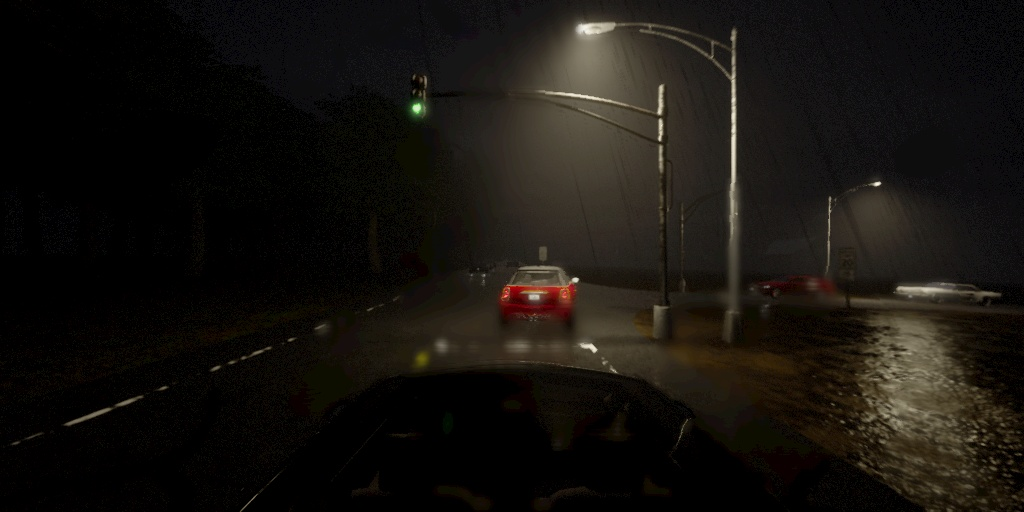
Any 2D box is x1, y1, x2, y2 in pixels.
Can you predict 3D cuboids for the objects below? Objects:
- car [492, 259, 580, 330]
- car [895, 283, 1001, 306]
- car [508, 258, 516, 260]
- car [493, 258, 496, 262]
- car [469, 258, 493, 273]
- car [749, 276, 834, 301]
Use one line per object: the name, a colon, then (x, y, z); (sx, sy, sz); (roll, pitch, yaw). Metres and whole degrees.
car: (1.026, 1.091, 11.426); (2.097, 1.767, 4.553); (0, 0, 11)
car: (27.502, 2.393, 22.727); (4.718, 1.301, 1.895); (2, -1, 0)
car: (0.073, 1.104, 57.344); (2.128, 1.511, 4.902); (0, 0, 0)
car: (-3.576, 1.171, 49.666); (2.033, 1.411, 5.357); (0, 0, 1)
car: (-3.597, 1.208, 40.254); (1.994, 1.385, 4.181); (0, 0, 1)
car: (17.624, 1.960, 22.700); (4.674, 1.442, 1.812); (2, -1, -1)
